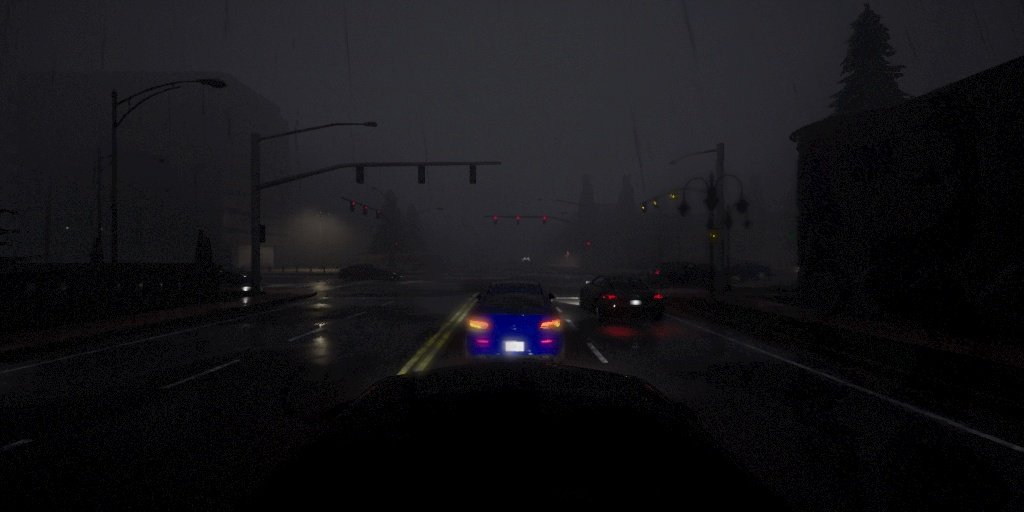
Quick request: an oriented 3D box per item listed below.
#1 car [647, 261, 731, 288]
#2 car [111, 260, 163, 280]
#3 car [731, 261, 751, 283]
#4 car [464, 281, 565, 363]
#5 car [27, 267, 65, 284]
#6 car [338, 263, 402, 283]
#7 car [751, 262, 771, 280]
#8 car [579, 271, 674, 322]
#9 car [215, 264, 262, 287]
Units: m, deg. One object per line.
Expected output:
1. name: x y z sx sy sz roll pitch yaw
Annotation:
1. car: 11.236 1.102 23.460 4.553 1.767 2.097 0 0 0
2. car: -28.367 1.103 27.402 4.553 1.767 2.097 0 0 0
3. car: 14.637 1.227 26.973 5.008 1.535 1.882 0 0 0
4. car: 0.063 1.276 8.010 1.812 1.442 4.674 0 0 0
5. car: -31.266 1.351 23.903 4.718 1.301 1.895 0 0 0
6. car: -10.788 1.275 27.361 4.674 1.442 1.812 0 0 1
7. car: 19.370 1.228 30.769 5.008 1.535 1.882 0 0 -1
8. car: 3.580 1.314 12.362 1.994 1.385 4.181 0 0 0
9. car: -19.319 1.276 23.914 4.674 1.442 1.812 0 0 0
